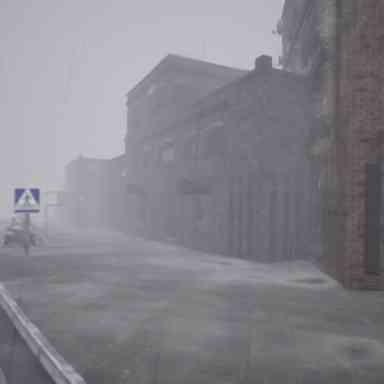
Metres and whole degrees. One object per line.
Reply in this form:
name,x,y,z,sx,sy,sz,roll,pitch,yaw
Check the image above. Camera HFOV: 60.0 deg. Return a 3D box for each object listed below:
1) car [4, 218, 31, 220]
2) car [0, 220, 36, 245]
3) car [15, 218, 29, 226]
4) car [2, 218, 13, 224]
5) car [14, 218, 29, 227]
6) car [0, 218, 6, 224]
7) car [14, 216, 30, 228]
car,-14.629,3.266,28.415,2.163,1.488,4.792,1,-4,-27
car,-12.130,2.939,23.531,2.002,1.452,4.674,3,-5,-27
car,-32.150,5.624,62.916,2.097,1.535,5.008,1,-4,-27
car,-45.471,7.039,82.025,2.033,1.411,5.357,1,-4,-27
car,-29.652,5.285,57.998,2.231,1.521,4.892,1,-4,-27
car,-37.652,5.958,66.629,1.812,1.442,4.674,1,-4,-27
car,-27.145,4.817,53.067,2.185,1.767,4.553,1,-4,-27
